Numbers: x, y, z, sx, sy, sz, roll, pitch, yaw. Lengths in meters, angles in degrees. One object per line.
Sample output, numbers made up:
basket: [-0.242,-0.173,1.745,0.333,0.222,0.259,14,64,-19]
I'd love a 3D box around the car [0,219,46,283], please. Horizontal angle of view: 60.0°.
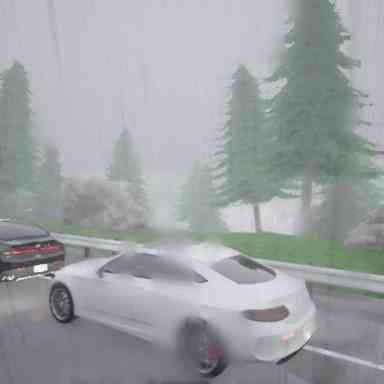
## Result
car: [-5.437,1.482,8.946,4.892,1.490,1.837,0,0,35]

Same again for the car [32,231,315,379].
car: [-0.452,1.522,5.472,4.674,1.442,1.812,0,0,35]
